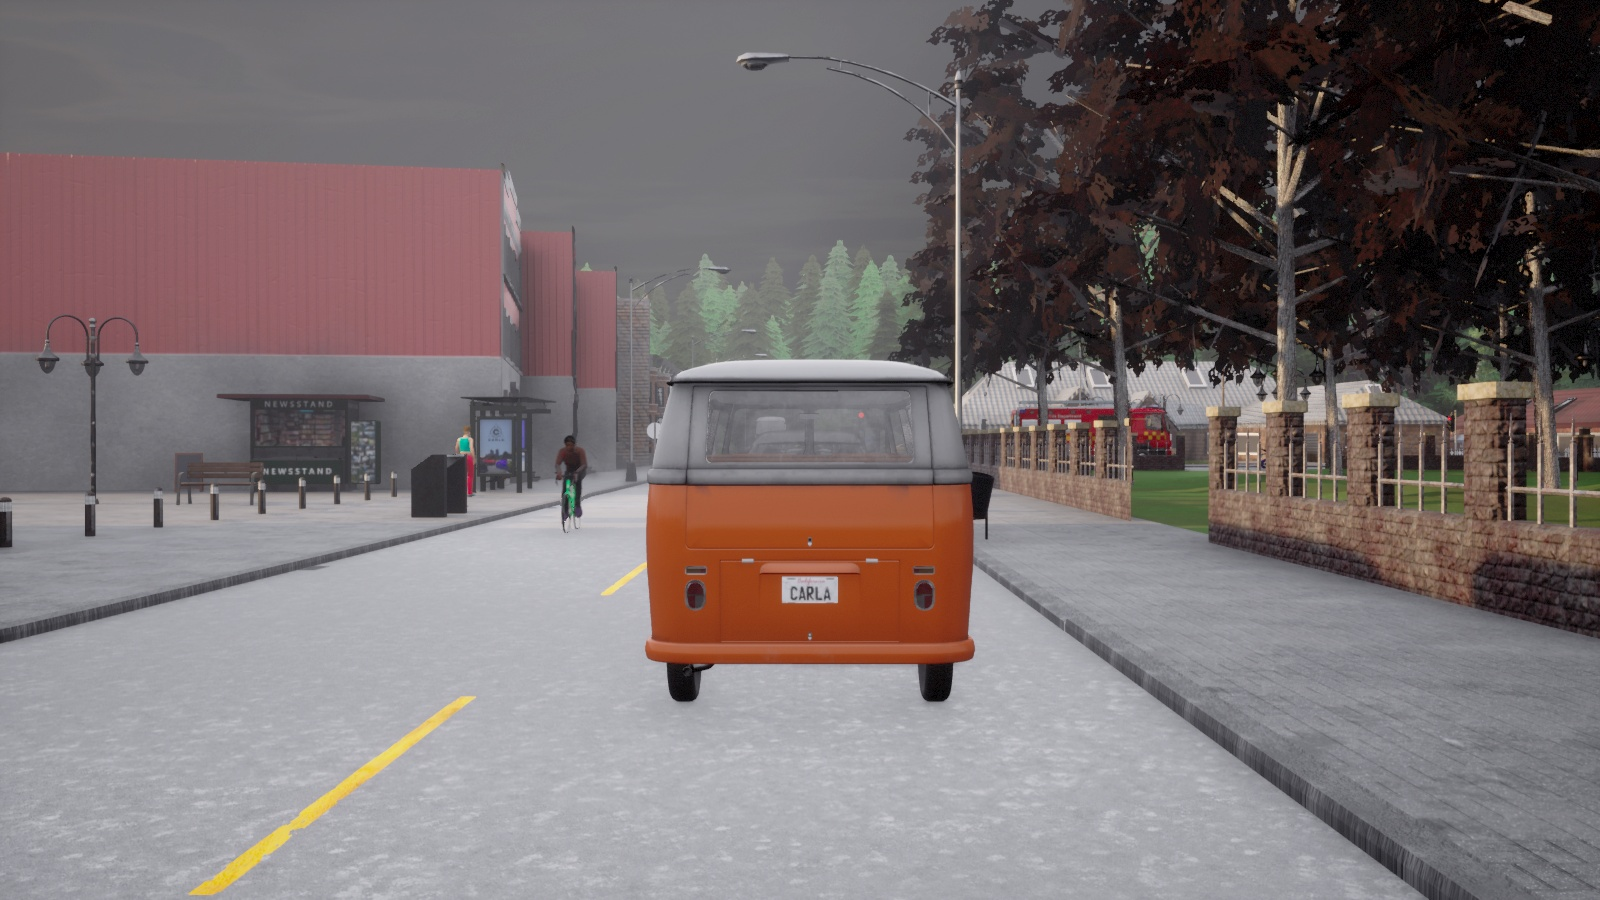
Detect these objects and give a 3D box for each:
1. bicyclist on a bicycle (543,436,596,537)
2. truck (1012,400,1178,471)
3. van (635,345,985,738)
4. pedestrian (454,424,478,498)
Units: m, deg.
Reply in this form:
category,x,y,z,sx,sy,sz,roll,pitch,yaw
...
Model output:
category,x,y,z,sx,sy,sz,roll,pitch,yaw
bicyclist on a bicycle,-3.851,0.577,21.086,0.582,1.620,1.656,0,1,0
truck,16.223,-0.797,69.380,8.468,3.827,2.891,0,0,-1
van,0.064,0.451,8.585,1.775,1.987,4.442,0,0,0
pedestrian,-8.432,0.269,31.733,0.345,1.836,0.594,0,0,12
